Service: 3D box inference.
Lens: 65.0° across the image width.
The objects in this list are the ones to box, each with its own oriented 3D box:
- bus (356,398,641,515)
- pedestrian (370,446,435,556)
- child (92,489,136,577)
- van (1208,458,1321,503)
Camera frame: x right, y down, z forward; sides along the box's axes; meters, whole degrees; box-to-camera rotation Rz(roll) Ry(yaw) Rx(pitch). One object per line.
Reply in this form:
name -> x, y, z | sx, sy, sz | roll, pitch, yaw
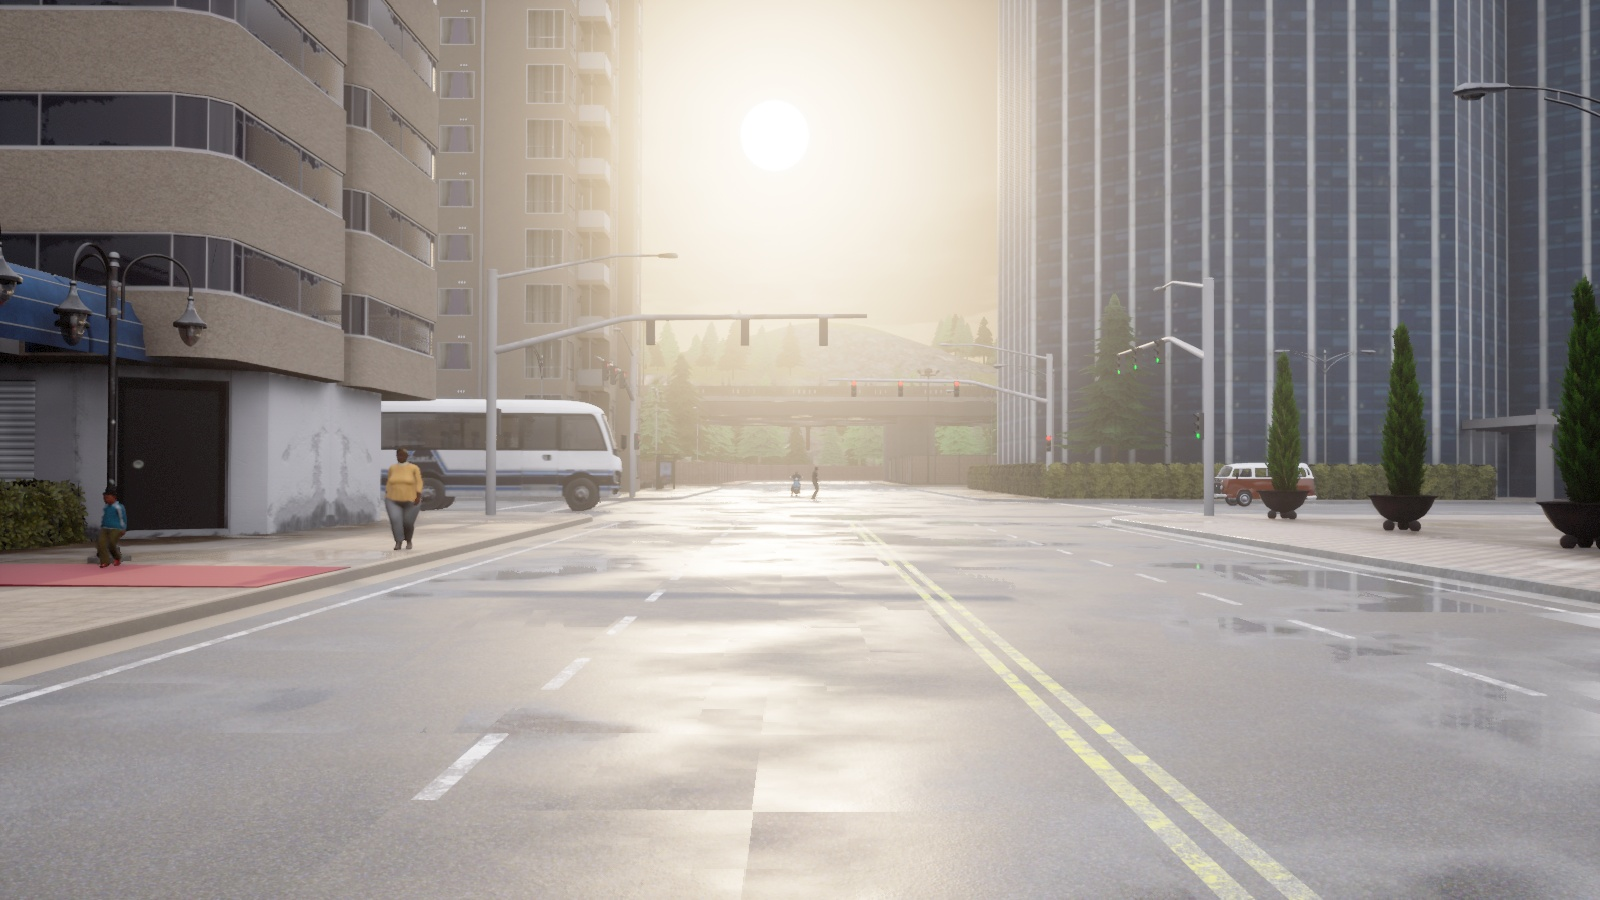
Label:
bus -> -11.307, 0.292, 48.293 | 10.273, 4.253, 3.944 | 0, -2, -7
pedestrian -> -6.846, 0.864, 21.669 | 0.874, 1.855, 0.900 | 0, -1, -5
child -> -9.545, 1.150, 17.485 | 0.343, 1.192, 0.448 | 0, -1, 5
van -> 21.638, 1.433, 58.627 | 4.480, 2.038, 2.069 | 0, -1, -1
